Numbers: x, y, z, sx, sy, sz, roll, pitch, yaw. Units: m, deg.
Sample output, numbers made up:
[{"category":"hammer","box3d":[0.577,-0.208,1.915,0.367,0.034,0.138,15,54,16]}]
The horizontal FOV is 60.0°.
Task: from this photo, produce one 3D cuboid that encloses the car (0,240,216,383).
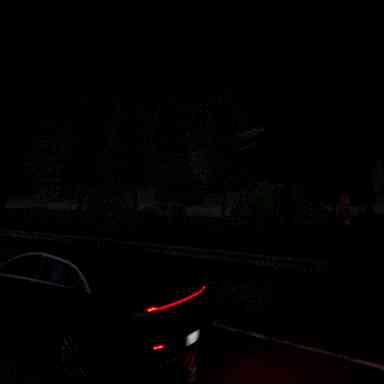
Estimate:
[{"category":"car","box3d":[-1.960,1.555,5.392,4.902,1.511,2.128,-1,0,35]}]
